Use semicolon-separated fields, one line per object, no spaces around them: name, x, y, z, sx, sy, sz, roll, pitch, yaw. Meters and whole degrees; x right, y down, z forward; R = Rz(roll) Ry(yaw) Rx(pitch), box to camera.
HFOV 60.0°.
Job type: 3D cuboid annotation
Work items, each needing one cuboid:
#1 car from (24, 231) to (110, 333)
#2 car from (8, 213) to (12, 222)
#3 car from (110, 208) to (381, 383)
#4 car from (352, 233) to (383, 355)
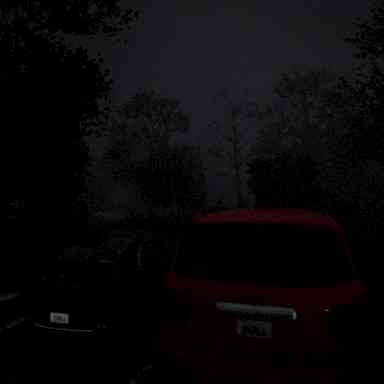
car;-1.229;1.529;6.976;2.231;1.521;4.892;0;-1;15
car;-23.403;3.077;41.138;1.895;1.301;4.718;1;-2;-32
car;1.206;1.256;5.296;2.435;2.045;5.566;0;-1;15
car;3.622;1.233;3.514;2.435;2.045;5.566;0;-1;15
